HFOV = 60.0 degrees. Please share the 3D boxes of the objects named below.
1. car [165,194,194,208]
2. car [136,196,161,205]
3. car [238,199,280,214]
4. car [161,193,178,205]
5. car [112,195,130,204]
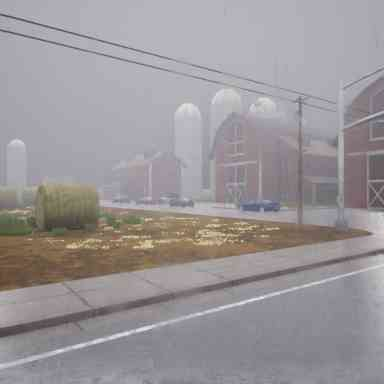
[{"bbox_3d":[-1.523,1.475,47.475,1.812,1.442,4.674,0,1,-36],"label":"car"},{"bbox_3d":[-7.654,1.480,55.756,1.812,1.442,4.674,0,0,-36],"label":"car"},{"bbox_3d":[7.121,1.450,35.826,1.882,1.535,5.008,0,0,-37],"label":"car"},{"bbox_3d":[-3.979,1.118,57.640,3.866,1.878,1.905,-2,5,11],"label":"car"},{"bbox_3d":[-13.748,1.325,64.005,2.097,1.767,4.553,0,0,-37],"label":"car"}]
